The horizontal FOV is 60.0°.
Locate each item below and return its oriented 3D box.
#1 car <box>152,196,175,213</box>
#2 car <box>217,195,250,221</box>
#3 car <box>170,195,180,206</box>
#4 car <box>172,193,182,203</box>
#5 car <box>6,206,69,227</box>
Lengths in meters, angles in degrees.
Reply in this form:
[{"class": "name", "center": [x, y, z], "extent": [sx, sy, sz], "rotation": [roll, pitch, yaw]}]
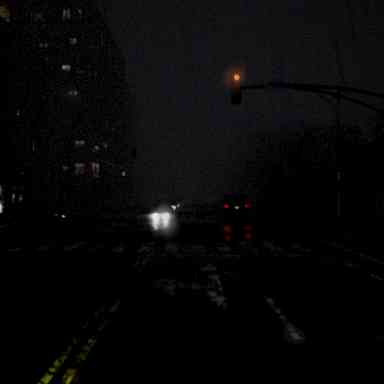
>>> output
[{"class": "car", "center": [-3.399, 1.503, 38.070], "extent": [2.128, 1.511, 4.902], "rotation": [0, 0, 0]}, {"class": "car", "center": [3.309, 1.230, 27.181], "extent": [2.150, 2.045, 5.566], "rotation": [0, 0, 0]}, {"class": "car", "center": [-3.408, 1.587, 53.900], "extent": [1.994, 1.385, 4.181], "rotation": [0, 0, 0]}, {"class": "car", "center": [-3.341, 1.255, 69.389], "extent": [2.150, 2.045, 5.566], "rotation": [0, 0, 0]}, {"class": "car", "center": [-10.876, 1.685, 23.477], "extent": [4.181, 1.385, 1.994], "rotation": [-1, 0, 12]}]
